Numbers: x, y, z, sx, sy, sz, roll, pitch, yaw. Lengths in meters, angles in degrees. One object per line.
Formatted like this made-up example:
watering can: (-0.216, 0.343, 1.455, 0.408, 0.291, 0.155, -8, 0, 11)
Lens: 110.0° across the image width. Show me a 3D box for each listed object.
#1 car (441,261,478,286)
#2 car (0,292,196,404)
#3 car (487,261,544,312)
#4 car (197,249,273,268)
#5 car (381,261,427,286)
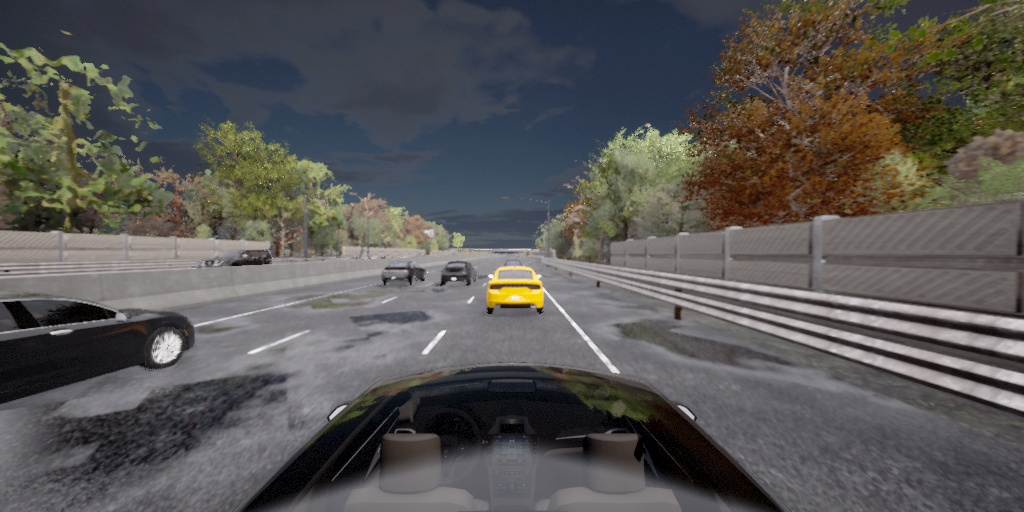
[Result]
car: (-3.401, 1.068, 23.410, 1.837, 1.490, 4.892, 0, 0, 0)
car: (-6.901, 1.227, 4.758, 1.837, 1.490, 4.892, 0, 1, 0)
car: (0.110, 1.124, 13.578, 1.882, 1.535, 5.008, 0, 0, 0)
car: (-21.000, 0.471, 27.544, 2.150, 2.045, 5.566, 0, 0, 0)
car: (-6.900, 1.056, 23.316, 2.128, 1.511, 4.902, 0, 0, 0)
